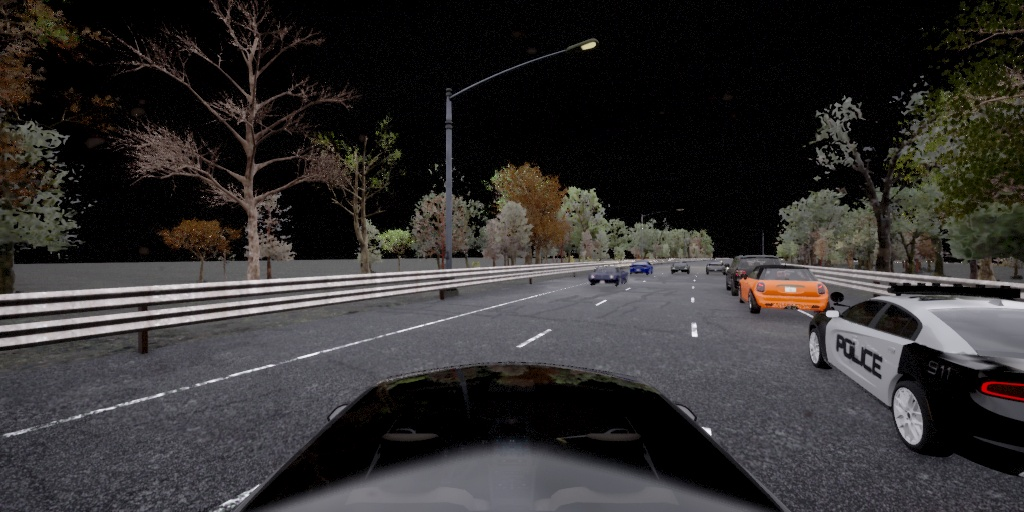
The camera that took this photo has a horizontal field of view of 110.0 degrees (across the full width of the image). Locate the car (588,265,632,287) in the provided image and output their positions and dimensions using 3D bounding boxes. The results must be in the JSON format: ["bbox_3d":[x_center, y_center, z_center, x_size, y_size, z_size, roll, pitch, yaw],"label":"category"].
[{"bbox_3d":[6.772,1.354,24.776,1.895,1.301,4.718,0,0,27],"label":"car"}]

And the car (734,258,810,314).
[{"bbox_3d":[9.899,1.102,13.415,2.097,1.767,4.553,0,0,27],"label":"car"}]

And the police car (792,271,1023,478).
[{"bbox_3d":[5.596,1.175,4.682,1.930,1.638,5.238,0,0,26],"label":"police car"}]

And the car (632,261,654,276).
[{"bbox_3d":[13.893,1.241,38.270,1.882,1.535,5.008,0,0,28],"label":"car"}]

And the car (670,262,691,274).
[{"bbox_3d":[19.238,1.369,40.818,1.895,1.301,4.718,0,0,28],"label":"car"}]

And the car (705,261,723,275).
[{"bbox_3d":[22.352,1.261,39.343,2.128,1.511,4.902,0,0,29],"label":"car"}]

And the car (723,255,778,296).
[{"bbox_3d":[12.599,0.978,18.755,2.150,2.045,5.566,0,0,27],"label":"car"}]
